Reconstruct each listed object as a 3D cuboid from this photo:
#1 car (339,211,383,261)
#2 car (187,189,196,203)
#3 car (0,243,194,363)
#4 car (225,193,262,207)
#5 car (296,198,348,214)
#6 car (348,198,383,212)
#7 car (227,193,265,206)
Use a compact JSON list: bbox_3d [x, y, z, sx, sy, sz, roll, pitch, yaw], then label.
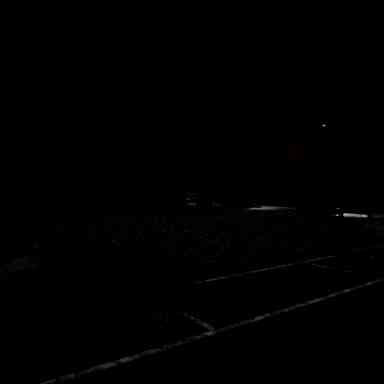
[{"bbox_3d":[6.827,1.552,11.443,4.403,1.369,2.008,0,0,-35],"label":"car"},{"bbox_3d":[-1.258,0.512,50.008,2.150,2.045,5.566,0,1,-35],"label":"car"},{"bbox_3d":[-2.070,1.545,5.165,4.507,1.381,1.887,0,0,-35],"label":"car"},{"bbox_3d":[5.876,1.027,39.787,1.812,1.442,4.674,0,1,-35],"label":"car"},{"bbox_3d":[11.871,1.249,31.231,1.994,1.385,4.181,0,1,-35],"label":"car"},{"bbox_3d":[15.963,1.261,31.058,1.812,1.442,4.674,0,1,-35],"label":"car"},{"bbox_3d":[7.019,0.951,43.822,2.128,1.511,4.902,0,1,-35],"label":"car"}]
